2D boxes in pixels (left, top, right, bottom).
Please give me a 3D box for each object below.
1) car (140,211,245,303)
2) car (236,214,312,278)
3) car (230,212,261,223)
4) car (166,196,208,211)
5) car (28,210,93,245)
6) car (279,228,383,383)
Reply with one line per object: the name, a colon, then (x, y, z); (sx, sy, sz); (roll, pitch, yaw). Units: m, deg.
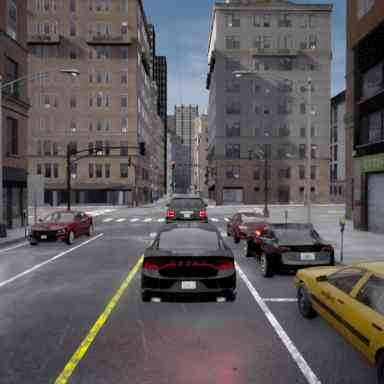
car: (-0.079, 1.475, 8.292); (1.882, 1.535, 5.008); (0, 0, 0)
car: (2.719, 1.563, 9.985); (1.947, 1.339, 4.313); (-1, 0, -1)
car: (2.631, 1.576, 15.570); (1.802, 1.307, 4.206); (-1, 0, -1)
car: (-0.284, 1.215, 18.423); (2.150, 2.045, 5.566); (0, 0, -1)
car: (-5.913, 1.539, 15.432); (1.887, 1.381, 4.507); (-1, 0, -1)
car: (2.803, 1.524, 4.569); (1.752, 1.417, 4.829); (-1, 0, -1)
